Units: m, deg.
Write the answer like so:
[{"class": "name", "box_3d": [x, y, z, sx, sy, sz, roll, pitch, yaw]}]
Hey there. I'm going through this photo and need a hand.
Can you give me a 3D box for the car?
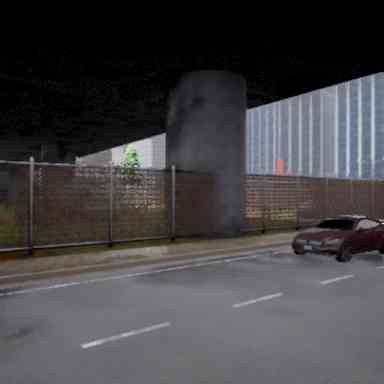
[{"class": "car", "box_3d": [5.735, 1.609, 12.416, 4.674, 1.442, 1.812, 0, 0, -36]}]
